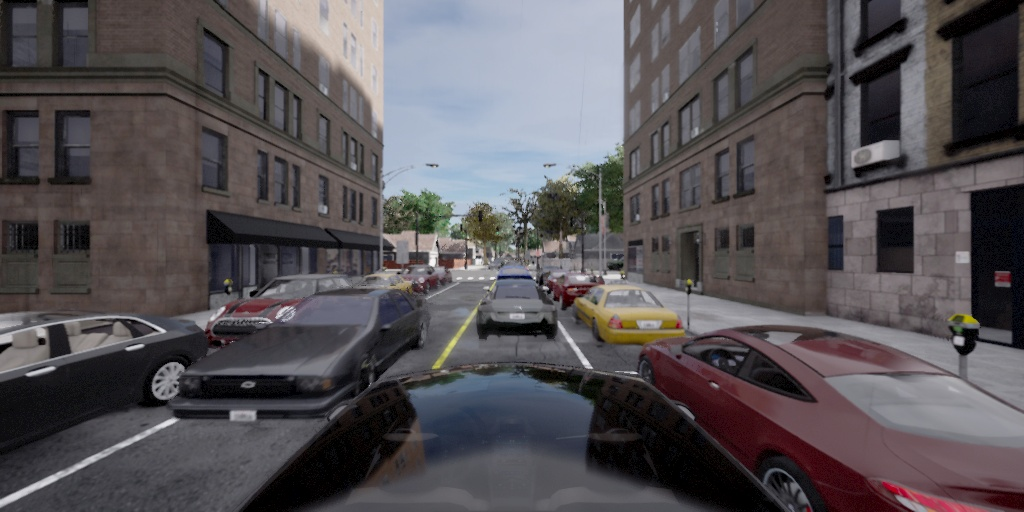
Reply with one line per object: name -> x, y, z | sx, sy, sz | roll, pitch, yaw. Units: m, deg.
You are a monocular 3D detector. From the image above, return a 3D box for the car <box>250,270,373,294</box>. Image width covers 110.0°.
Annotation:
car -> -5.373, 1.206, 9.069 | 1.967, 1.591, 4.097 | 0, 0, 0

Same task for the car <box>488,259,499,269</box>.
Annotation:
car -> -2.941, 1.517, 60.197 | 1.895, 1.301, 4.718 | 0, 0, 0

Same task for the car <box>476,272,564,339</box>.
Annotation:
car -> 0.119, 1.333, 10.112 | 1.994, 1.385, 4.181 | 0, 0, 0

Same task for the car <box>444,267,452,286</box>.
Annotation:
car -> -5.331, 1.390, 25.625 | 1.802, 1.307, 4.207 | 0, 0, 0

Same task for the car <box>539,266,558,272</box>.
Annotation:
car -> 2.681, 1.376, 20.088 | 1.802, 1.307, 4.207 | 0, 0, 0

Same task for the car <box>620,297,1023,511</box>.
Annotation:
car -> 2.638, 1.336, 3.533 | 1.802, 1.307, 4.207 | 0, 0, 0

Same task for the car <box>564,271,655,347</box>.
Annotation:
car -> 2.653, 1.292, 9.222 | 1.751, 1.417, 4.829 | 0, 0, 0

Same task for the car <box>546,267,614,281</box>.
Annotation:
car -> 2.666, 1.325, 14.570 | 1.888, 1.381, 4.507 | 0, 0, 0

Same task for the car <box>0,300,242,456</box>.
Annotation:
car -> -5.387, 1.304, 3.550 | 2.007, 1.370, 4.403 | 0, 0, 0

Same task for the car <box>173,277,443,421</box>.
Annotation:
car -> -2.839, 1.308, 6.456 | 2.033, 1.411, 5.357 | 0, 0, 0

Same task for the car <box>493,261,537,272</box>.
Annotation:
car -> 0.120, 1.271, 19.847 | 1.882, 1.535, 5.008 | 0, 0, 0

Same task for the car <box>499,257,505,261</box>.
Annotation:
car -> 0.397, 1.175, 31.230 | 2.097, 1.767, 4.553 | 0, 0, 5

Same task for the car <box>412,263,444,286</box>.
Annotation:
car -> -5.345, 1.234, 20.106 | 1.967, 1.591, 4.097 | 0, 0, 0

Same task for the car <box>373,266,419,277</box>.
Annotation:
car -> -5.359, 1.306, 14.417 | 1.751, 1.417, 4.829 | 0, 0, 0

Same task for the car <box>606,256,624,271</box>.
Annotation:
car -> 15.598, 0.987, 48.551 | 5.566, 2.045, 2.150 | 0, 0, 0
